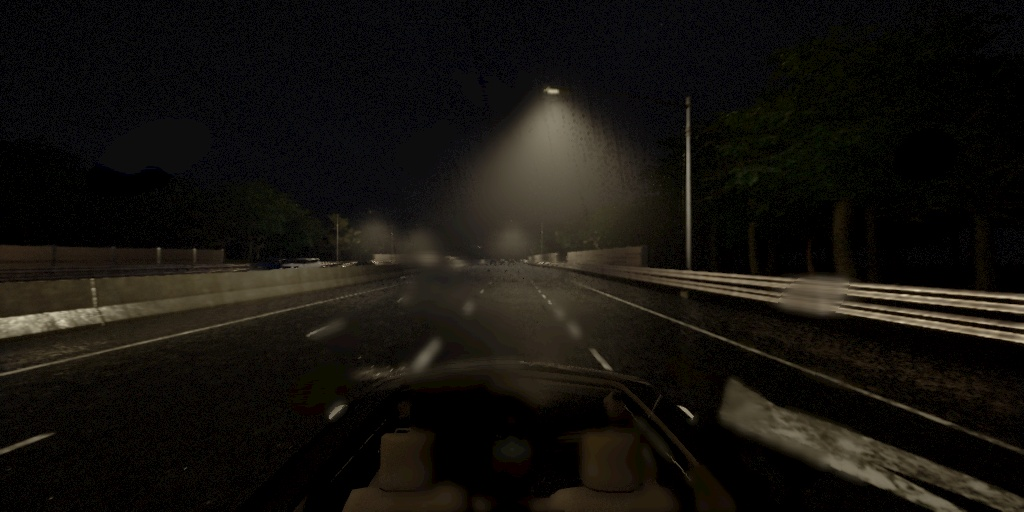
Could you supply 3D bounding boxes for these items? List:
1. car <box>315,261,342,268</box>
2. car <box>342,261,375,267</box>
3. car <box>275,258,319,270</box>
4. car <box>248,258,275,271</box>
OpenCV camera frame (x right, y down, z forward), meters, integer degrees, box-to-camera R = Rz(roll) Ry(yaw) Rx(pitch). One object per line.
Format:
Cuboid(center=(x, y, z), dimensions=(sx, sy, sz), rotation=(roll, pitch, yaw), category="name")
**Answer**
Cuboid(center=(-21.084, 1.617, 42.848), dimensions=(1.994, 1.385, 4.181), rotation=(0, 0, 0), category="car")
Cuboid(center=(-17.588, 1.403, 42.264), dimensions=(2.097, 1.767, 4.553), rotation=(0, 0, 0), category="car")
Cuboid(center=(-24.586, 1.270, 42.016), dimensions=(2.150, 2.045, 5.566), rotation=(0, 0, 0), category="car")
Cuboid(center=(-28.084, 1.269, 42.012), dimensions=(2.150, 2.045, 5.566), rotation=(0, 0, 0), category="car")
